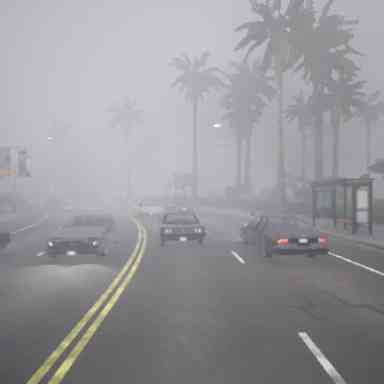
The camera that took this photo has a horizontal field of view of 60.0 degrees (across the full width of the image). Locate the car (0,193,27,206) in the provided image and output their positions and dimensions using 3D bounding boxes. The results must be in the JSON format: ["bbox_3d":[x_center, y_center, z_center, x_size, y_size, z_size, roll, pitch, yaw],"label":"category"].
[{"bbox_3d":[-29.307,1.209,54.421,5.566,2.045,2.150,0,0,33],"label":"car"}]

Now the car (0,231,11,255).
[{"bbox_3d":[-7.308,1.599,9.702,1.895,1.301,4.718,0,0,-3],"label":"car"}]

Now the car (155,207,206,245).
[{"bbox_3d":[-0.633,1.596,15.601,1.895,1.301,4.718,0,0,-7],"label":"car"}]

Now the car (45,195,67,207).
[{"bbox_3d":[-21.391,1.477,52.367,4.902,1.511,2.128,0,0,44],"label":"car"}]

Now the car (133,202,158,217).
[{"bbox_3d":[-4.305,1.591,31.109,1.895,1.301,4.718,0,0,-19],"label":"car"}]

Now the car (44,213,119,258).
[{"bbox_3d":[-4.028,1.544,13.129,2.033,1.411,5.357,0,0,-5],"label":"car"}]

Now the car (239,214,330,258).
[{"bbox_3d":[3.215,1.543,12.712,2.033,1.411,5.357,0,0,-4],"label":"car"}]

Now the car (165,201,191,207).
[{"bbox_3d":[-1.400,1.553,33.162,1.994,1.385,4.181,0,0,-19],"label":"car"}]
